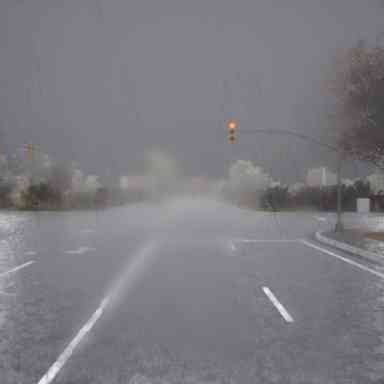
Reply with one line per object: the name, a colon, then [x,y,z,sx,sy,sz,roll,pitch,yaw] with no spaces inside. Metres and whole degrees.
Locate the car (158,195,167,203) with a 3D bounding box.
car: [-7.156,1.620,79.268,2.150,2.045,5.566,0,0,0]

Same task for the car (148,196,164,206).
car: [-7.153,1.887,63.915,1.994,1.385,4.181,0,0,0]
